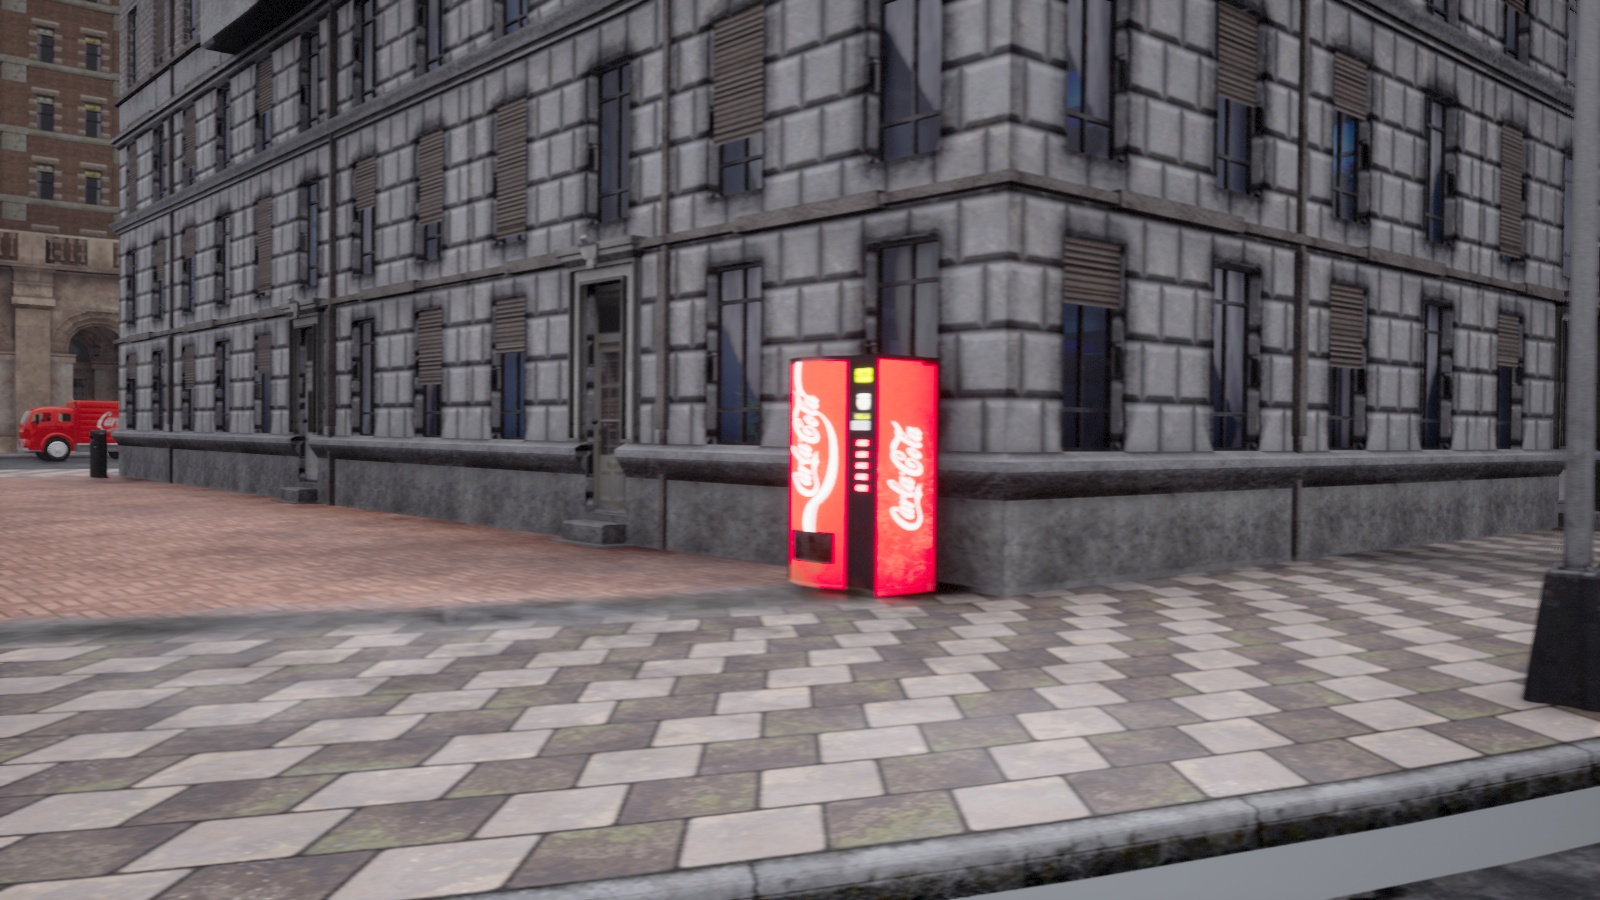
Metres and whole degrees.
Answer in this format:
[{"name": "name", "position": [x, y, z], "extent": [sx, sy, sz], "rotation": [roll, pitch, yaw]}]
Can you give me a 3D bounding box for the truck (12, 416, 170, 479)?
[{"name": "truck", "position": [-29.015, -0.156, 51.464], "extent": [5.204, 2.467, 2.627], "rotation": [-1, 1, -41]}]
